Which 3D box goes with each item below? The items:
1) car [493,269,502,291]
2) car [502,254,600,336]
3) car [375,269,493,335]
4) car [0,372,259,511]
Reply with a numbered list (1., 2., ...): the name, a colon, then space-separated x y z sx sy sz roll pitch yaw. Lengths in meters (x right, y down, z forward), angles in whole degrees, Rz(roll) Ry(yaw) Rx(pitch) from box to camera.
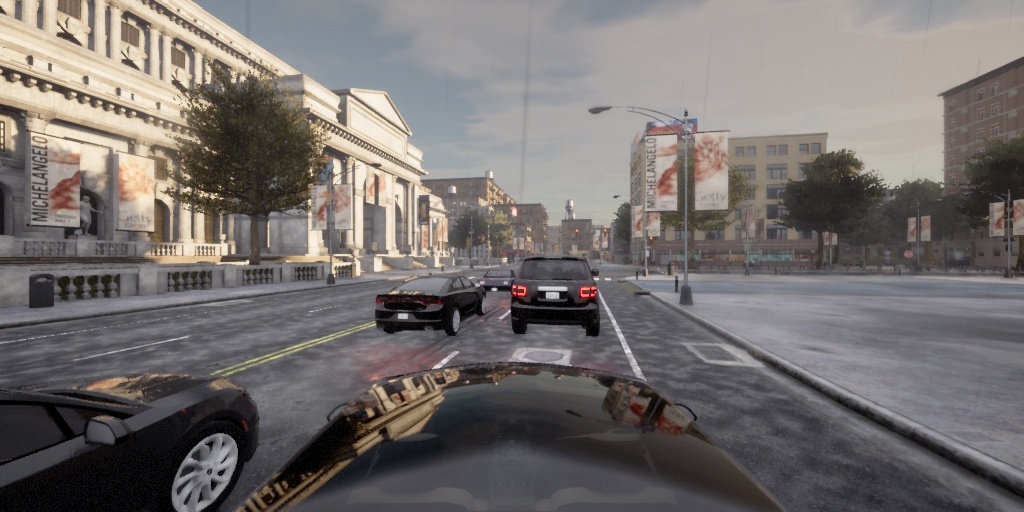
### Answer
1. car: -0.445 1.351 19.772 1.895 1.301 4.718 0 0 11
2. car: 1.381 0.971 10.636 2.150 2.045 5.566 0 0 10
3. car: -2.106 1.228 10.651 1.882 1.535 5.008 0 0 9
4. car: -3.203 1.254 1.260 1.837 1.490 4.892 0 0 0
